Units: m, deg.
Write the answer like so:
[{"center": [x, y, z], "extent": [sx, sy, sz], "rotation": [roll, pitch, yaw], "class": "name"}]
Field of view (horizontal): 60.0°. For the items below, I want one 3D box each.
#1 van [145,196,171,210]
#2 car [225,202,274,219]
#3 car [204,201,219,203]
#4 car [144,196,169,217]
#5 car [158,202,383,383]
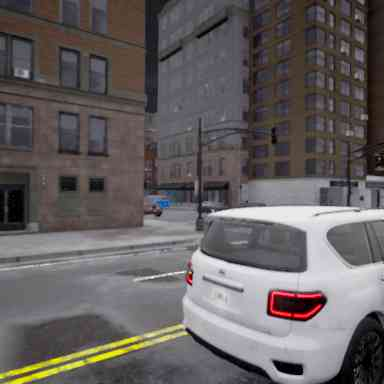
[{"center": [-4.573, 1.407, 44.379], "extent": [1.690, 1.788, 3.998], "rotation": [0, 0, -35], "class": "van"}, {"center": [5.227, 1.631, 30.505], "extent": [1.947, 1.339, 4.313], "rotation": [0, 0, -35], "class": "car"}, {"center": [1.960, 1.616, 35.130], "extent": [2.008, 1.369, 4.403], "rotation": [0, 0, -35], "class": "car"}, {"center": [-4.593, 1.323, 30.500], "extent": [2.192, 1.841, 5.009], "rotation": [0, 0, -35], "class": "car"}, {"center": [2.453, 1.231, 5.276], "extent": [5.566, 2.045, 2.150], "rotation": [0, 0, -37], "class": "car"}]
